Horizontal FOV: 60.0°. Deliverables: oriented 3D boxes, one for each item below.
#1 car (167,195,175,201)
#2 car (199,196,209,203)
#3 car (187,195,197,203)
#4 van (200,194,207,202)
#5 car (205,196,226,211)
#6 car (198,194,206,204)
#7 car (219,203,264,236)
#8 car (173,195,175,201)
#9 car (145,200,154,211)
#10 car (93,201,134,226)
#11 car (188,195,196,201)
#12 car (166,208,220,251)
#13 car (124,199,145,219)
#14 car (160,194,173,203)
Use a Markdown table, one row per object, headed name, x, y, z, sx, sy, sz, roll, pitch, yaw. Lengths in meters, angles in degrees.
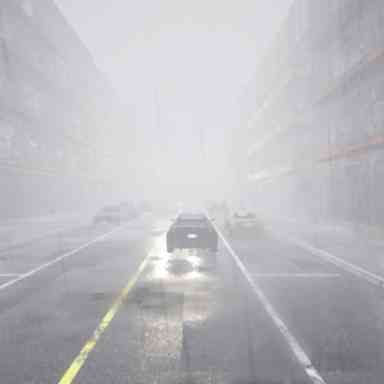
| name | x | y | z | sx | sy | sz | roll | pitch | yaw |
| --- | --- | --- | --- | --- | --- | --- | --- | --- | --- |
| car | -5.647 | 1.596 | 91.634 | 1.967 | 1.590 | 4.097 | 0 | 0 | 0 |
| car | 2.726 | 1.660 | 74.637 | 2.008 | 1.369 | 4.403 | 0 | 0 | 0 |
| car | 0.030 | 1.449 | 72.923 | 2.097 | 1.767 | 4.553 | 0 | 0 | 0 |
| van | 2.729 | 1.465 | 80.300 | 1.690 | 1.788 | 3.998 | 0 | 0 | 0 |
| car | 2.710 | 1.469 | 34.985 | 1.967 | 1.590 | 4.097 | 0 | 0 | 0 |
| car | 2.721 | 1.632 | 63.307 | 2.008 | 1.369 | 4.403 | 0 | 0 | 0 |
| car | 2.703 | 1.536 | 18.162 | 1.752 | 1.417 | 4.829 | 0 | 0 | 0 |
| car | -5.653 | 1.421 | 74.642 | 2.192 | 1.841 | 5.009 | 0 | 0 | 0 |
| car | -5.668 | 1.601 | 40.653 | 1.947 | 1.339 | 4.313 | 0 | 0 | 0 |
| car | -5.675 | 1.579 | 23.661 | 1.947 | 1.339 | 4.313 | 0 | 0 | 0 |
| car | 0.034 | 1.553 | 83.024 | 1.994 | 1.385 | 4.181 | 0 | 0 | 0 |
| car | 0.005 | 1.571 | 14.068 | 1.994 | 1.385 | 4.181 | 0 | 0 | 0 |
| car | -5.672 | 1.459 | 29.323 | 1.967 | 1.590 | 4.097 | 0 | 0 | 0 |
| car | -5.656 | 1.637 | 68.977 | 1.887 | 1.381 | 4.507 | 0 | 0 | 0 |
